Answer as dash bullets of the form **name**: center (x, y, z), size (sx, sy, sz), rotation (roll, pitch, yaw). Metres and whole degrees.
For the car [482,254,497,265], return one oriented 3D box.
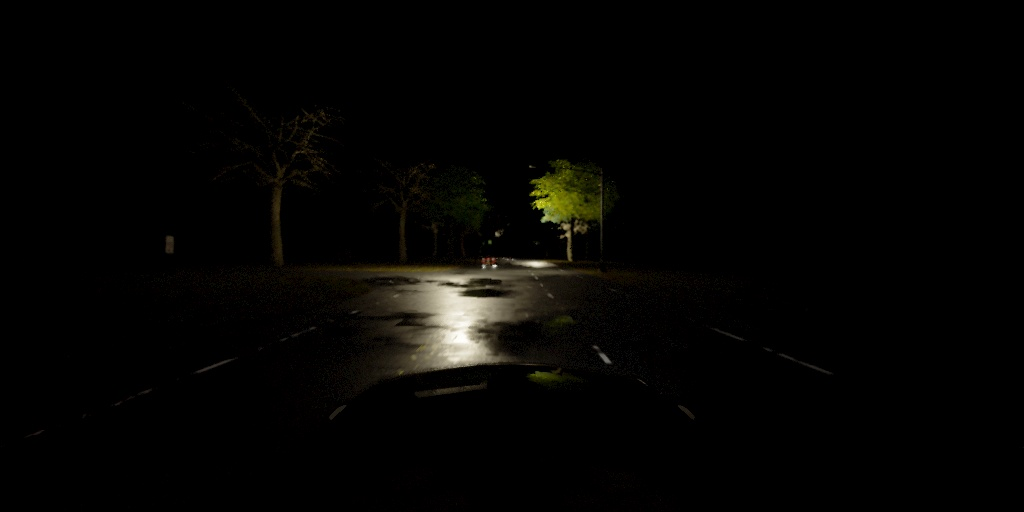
- **car**: center (-3.472, 0.492, 54.871), size (2.097, 1.767, 4.553), rotation (0, 1, 0)
